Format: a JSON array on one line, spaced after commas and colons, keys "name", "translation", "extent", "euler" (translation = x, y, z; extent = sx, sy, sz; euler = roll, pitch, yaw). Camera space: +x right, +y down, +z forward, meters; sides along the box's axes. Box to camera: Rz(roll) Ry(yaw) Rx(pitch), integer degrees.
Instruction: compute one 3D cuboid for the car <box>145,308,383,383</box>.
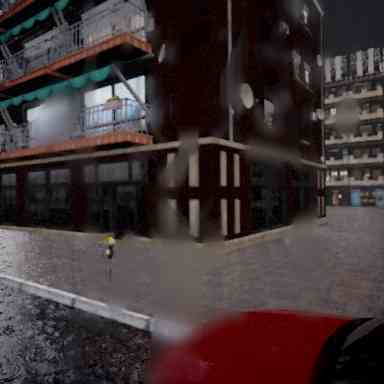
[{"name": "car", "translation": [1.925, 1.312, 1.362], "extent": [5.009, 1.841, 2.192], "euler": [0, -1, 36]}]
